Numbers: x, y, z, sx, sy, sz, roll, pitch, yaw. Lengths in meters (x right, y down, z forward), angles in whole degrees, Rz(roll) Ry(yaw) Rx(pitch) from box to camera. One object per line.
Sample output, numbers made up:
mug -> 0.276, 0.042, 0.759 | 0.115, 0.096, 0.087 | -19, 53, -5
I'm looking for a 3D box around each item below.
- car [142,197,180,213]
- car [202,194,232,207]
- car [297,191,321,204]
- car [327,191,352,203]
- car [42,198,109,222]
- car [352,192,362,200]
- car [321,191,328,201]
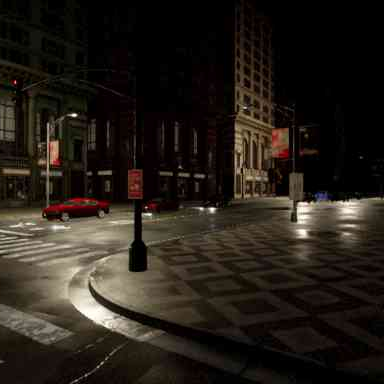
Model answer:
car -> -2.982, 1.199, 31.769 | 1.994, 1.385, 4.181 | 0, 1, 36
car -> 3.054, 1.009, 40.252 | 1.837, 1.490, 4.892 | 0, 1, 36
car -> 16.226, 0.861, 47.245 | 2.128, 1.511, 4.902 | 0, 1, 36
car -> 22.408, 0.835, 50.329 | 1.812, 1.442, 4.674 | 0, 1, 36
car -> -8.350, 1.231, 24.221 | 1.882, 1.535, 5.008 | 0, 1, 35
car -> 29.565, 0.676, 60.404 | 1.812, 1.442, 4.674 | 0, 1, 35
car -> 22.069, 0.594, 55.470 | 2.097, 1.767, 4.553 | 0, 1, 36
